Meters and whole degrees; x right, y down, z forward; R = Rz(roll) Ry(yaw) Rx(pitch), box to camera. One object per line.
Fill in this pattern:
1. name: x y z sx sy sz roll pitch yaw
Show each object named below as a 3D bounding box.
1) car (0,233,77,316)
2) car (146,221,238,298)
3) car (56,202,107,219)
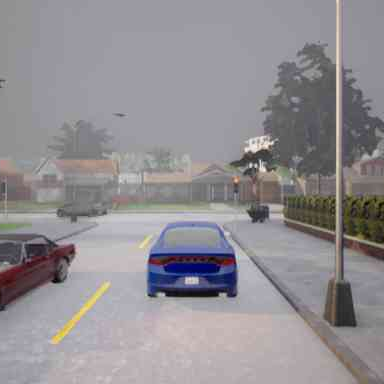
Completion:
1. car: -4.085 1.600 6.836 1.895 1.301 4.718 0 0 0
2. car: 0.017 1.477 8.584 1.882 1.535 5.008 0 0 0
3. car: -9.552 1.562 29.004 4.181 1.385 1.994 0 0 0
